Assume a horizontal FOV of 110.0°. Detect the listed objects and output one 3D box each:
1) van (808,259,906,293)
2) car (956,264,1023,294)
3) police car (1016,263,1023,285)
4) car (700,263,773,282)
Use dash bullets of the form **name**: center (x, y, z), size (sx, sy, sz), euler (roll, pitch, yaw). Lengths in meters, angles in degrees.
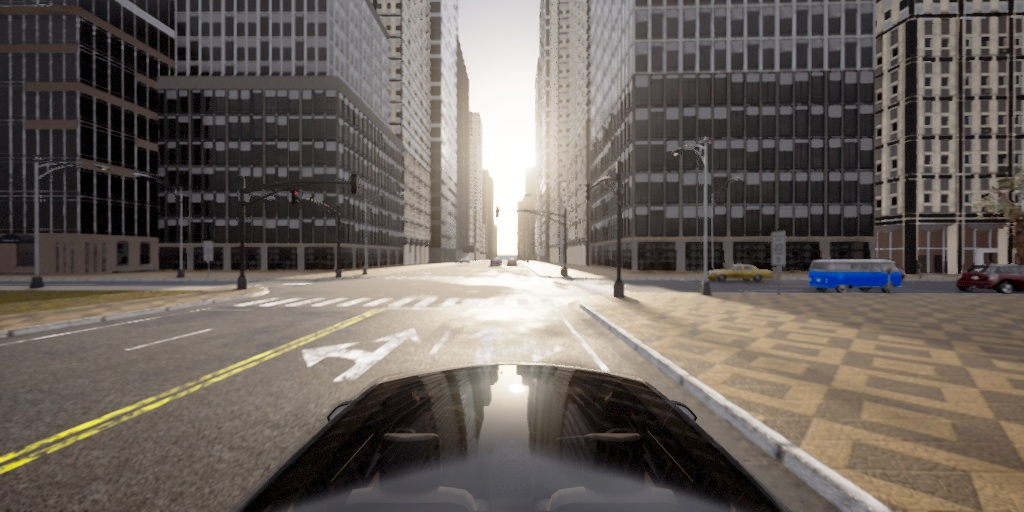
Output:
- **van**: center (18.359, 1.075, 19.256), size (3.998, 1.789, 1.690), euler (0, 0, 2)
- **car**: center (26.638, 1.180, 19.068), size (4.097, 1.591, 1.967), euler (0, 0, 2)
- **police car**: center (37.727, 1.235, 23.984), size (4.974, 1.542, 2.038), euler (0, 0, 2)
- **car**: center (17.089, 1.230, 27.428), size (4.829, 1.417, 1.751), euler (0, 0, 2)
